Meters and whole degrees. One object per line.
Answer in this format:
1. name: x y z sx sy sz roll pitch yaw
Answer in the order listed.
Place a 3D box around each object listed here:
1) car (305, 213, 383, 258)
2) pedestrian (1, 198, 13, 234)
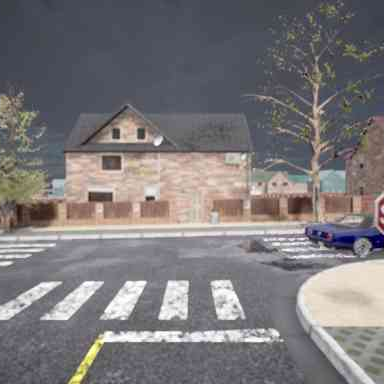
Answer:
1. car: 6.562 1.402 11.637 4.718 1.301 1.895 -2 1 -11
2. pedestrian: -9.656 1.233 17.261 0.375 1.860 0.375 0 2 0
